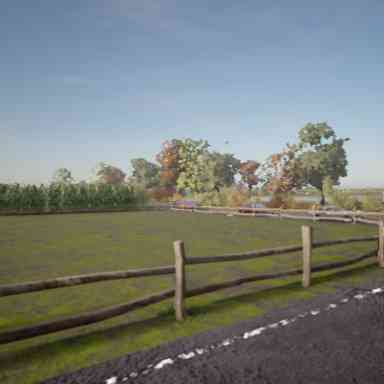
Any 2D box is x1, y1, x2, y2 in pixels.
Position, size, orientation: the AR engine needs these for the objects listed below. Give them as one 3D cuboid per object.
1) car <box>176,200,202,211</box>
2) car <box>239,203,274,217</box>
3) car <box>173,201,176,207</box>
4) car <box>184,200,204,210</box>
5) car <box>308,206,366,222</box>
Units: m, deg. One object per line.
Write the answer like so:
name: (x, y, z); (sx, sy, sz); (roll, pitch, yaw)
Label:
car: (-0.392, 2.182, 52.145); (1.882, 1.535, 5.008); (0, 0, -24)
car: (7.445, 2.023, 38.725); (1.812, 1.442, 4.674); (0, 0, -34)
car: (-2.606, 2.422, 68.331); (1.812, 1.442, 4.674); (0, -1, -16)
car: (0.261, 2.255, 58.336); (2.128, 1.511, 4.902); (0, -1, -17)
car: (13.198, 1.958, 30.404); (1.895, 1.301, 4.718); (0, -1, -35)
